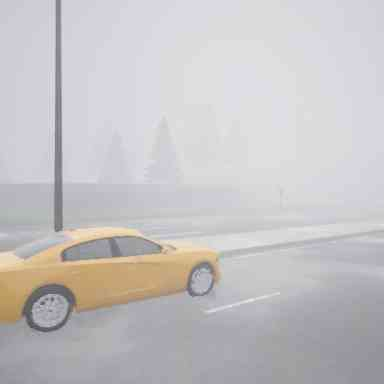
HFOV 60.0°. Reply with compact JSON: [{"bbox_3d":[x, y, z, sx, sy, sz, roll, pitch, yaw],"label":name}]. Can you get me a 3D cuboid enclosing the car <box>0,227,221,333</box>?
[{"bbox_3d":[-1.628,1.477,6.889,5.008,1.535,1.882,0,0,-35],"label":"car"}]
